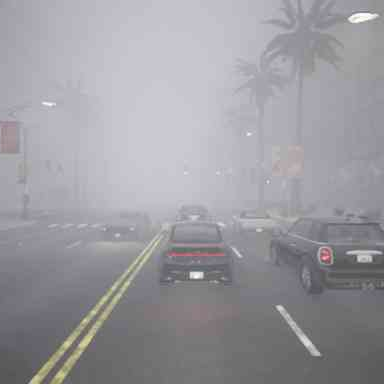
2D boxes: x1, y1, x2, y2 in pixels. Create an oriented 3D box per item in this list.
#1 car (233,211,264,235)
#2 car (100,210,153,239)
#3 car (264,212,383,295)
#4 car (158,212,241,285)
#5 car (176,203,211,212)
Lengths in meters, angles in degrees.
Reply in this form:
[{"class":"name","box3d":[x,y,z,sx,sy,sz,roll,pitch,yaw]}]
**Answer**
[{"class":"car","box3d":[3.588,1.759,20.011,1.895,1.301,4.718,0,0,0]},{"class":"car","box3d":[-3.399,1.693,18.465,2.033,1.411,5.357,0,0,3]},{"class":"car","box3d":[3.592,1.423,9.041,2.097,1.767,4.553,0,-1,0]},{"class":"car","box3d":[0.095,1.584,9.743,1.837,1.490,4.892,0,0,0]},{"class":"car","box3d":[0.086,1.514,20.520,2.097,1.767,4.553,0,0,0]}]
